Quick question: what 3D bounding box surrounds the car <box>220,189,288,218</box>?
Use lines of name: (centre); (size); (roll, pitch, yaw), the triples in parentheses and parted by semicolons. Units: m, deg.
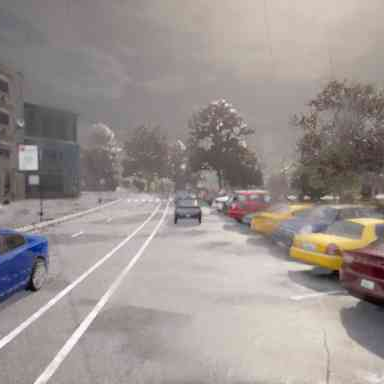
car: (5.028, 1.047, 21.377); (5.566, 2.045, 2.435); (0, 1, -22)

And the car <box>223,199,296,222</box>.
car: (4.931, 1.278, 24.355); (4.792, 1.488, 2.163); (0, 1, -22)

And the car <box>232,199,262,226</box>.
car: (5.090, 1.339, 18.391); (4.892, 1.521, 2.231); (0, 1, -22)

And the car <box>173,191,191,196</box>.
car: (-1.130, 0.640, 41.278); (2.097, 1.767, 4.553); (0, 2, -3)

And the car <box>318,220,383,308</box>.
car: (5.282, 1.435, 6.511); (5.008, 1.535, 2.097); (1, 0, -21)

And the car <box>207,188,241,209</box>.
car: (4.661, 0.867, 30.262); (5.566, 2.045, 2.435); (0, 2, -23)

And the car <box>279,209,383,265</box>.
car: (5.428, 1.412, 9.547); (5.366, 1.575, 1.946); (1, 0, -21)

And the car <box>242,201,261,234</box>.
car: (5.146, 1.367, 15.422); (5.008, 1.535, 2.097); (0, 0, -21)

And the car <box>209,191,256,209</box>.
car: (4.440, 0.821, 36.231); (4.553, 1.767, 2.185); (0, 2, -23)

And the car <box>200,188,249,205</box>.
car: (4.118, 0.501, 42.163); (5.566, 2.045, 2.435); (0, 2, -23)

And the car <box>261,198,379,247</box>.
car: (5.239, 1.265, 12.455); (4.553, 1.767, 2.185); (1, 1, -21)

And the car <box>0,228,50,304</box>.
car: (-4.300, 1.435, 5.934); (1.882, 1.535, 5.008); (0, 0, -1)

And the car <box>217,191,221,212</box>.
car: (4.773, 1.062, 27.297); (4.553, 1.767, 2.185); (0, 1, -22)

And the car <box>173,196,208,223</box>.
car: (-0.322, 1.267, 23.492); (2.128, 1.511, 4.902); (0, 1, -2)

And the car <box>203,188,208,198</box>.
car: (4.234, 0.599, 39.164); (5.566, 2.045, 2.435); (0, 2, -23)

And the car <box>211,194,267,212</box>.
car: (4.721, 1.034, 33.338); (5.366, 1.575, 1.946); (0, 1, -23)
